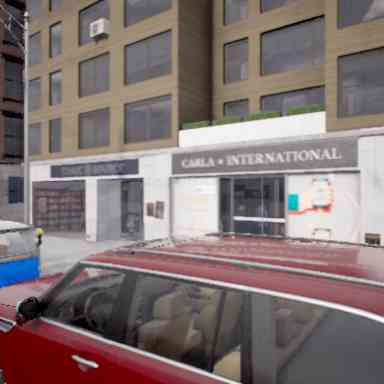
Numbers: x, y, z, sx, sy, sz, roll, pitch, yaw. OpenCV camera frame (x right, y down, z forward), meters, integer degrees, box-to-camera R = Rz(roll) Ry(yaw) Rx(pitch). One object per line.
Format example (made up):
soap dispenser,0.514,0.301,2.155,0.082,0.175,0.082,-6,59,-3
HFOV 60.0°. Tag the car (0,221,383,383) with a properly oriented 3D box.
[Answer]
car,-0.077,1.316,2.923,5.009,1.841,2.192,0,0,36

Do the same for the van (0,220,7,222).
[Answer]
van,-4.481,1.346,6.059,3.998,1.788,1.690,0,0,36
